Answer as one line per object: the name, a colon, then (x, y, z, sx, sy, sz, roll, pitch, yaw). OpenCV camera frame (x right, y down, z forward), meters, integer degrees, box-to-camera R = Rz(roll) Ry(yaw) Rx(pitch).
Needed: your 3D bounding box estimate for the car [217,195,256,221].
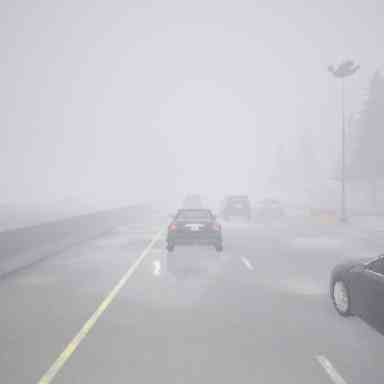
car: (3.598, 1.251, 28.098, 2.150, 2.045, 5.566, 0, 0, 0)

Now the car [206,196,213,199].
car: (3.495, 1.610, 71.764, 2.033, 1.411, 5.357, 0, 0, 0)

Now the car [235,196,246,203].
car: (10.495, 1.596, 72.181, 1.812, 1.442, 4.674, 0, 0, 0)

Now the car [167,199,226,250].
car: (0.099, 1.369, 14.446, 2.097, 1.767, 4.553, 0, 0, 0)

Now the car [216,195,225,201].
car: (6.994, 1.450, 82.241, 1.812, 1.442, 4.674, 0, 0, 0)

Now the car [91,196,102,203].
car: (-21.005, 1.610, 74.540, 2.033, 1.411, 5.357, 0, 0, 0)

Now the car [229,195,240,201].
car: (10.494, 1.448, 82.184, 2.128, 1.511, 4.902, 0, 0, 0)

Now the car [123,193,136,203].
car: (-14.005, 1.295, 74.508, 2.150, 2.045, 5.566, 0, 0, 0)

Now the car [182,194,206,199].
car: (0.097, 1.260, 37.100, 2.150, 2.045, 5.566, 0, 0, 0)

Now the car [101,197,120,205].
car: (-14.033, 1.627, 58.774, 1.994, 1.385, 4.181, 0, 0, 1)

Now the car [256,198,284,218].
car: (7.098, 1.386, 31.193, 2.097, 1.767, 4.553, 0, 0, 0)

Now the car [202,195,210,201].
car: (3.494, 1.518, 82.214, 1.895, 1.301, 4.718, 0, 0, 0)

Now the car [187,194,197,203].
car: (-0.005, 1.427, 72.079, 2.097, 1.767, 4.553, 0, 0, 0)

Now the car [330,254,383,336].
car: (3.601, 1.510, 4.576, 1.837, 1.490, 4.892, 0, 0, 0)

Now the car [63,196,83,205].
car: (-21.023, 1.416, 58.783, 2.097, 1.767, 4.553, 0, 0, 0)
